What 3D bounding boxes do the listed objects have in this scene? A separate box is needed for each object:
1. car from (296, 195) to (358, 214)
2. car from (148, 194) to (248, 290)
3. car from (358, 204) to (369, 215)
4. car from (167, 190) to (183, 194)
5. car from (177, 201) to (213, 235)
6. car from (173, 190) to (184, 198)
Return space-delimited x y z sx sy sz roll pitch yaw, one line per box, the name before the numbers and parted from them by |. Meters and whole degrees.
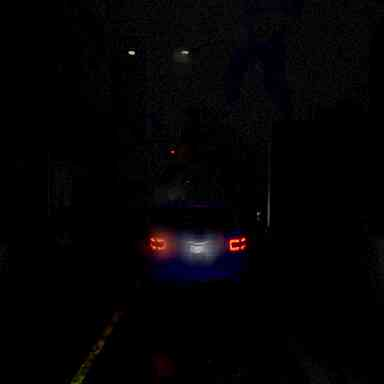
car | 12.843 1.181 32.425 5.009 1.841 2.192 1 0 0
car | 0.117 1.195 9.124 2.150 2.045 5.566 0 0 0
car | 18.241 1.524 32.414 4.206 1.307 1.802 1 0 0
car | -2.680 0.831 45.188 2.128 1.511 4.902 0 2 -1
car | 0.132 1.389 19.150 1.837 1.490 4.892 0 1 0
car | -2.533 0.349 64.898 1.895 1.301 4.718 0 2 1
